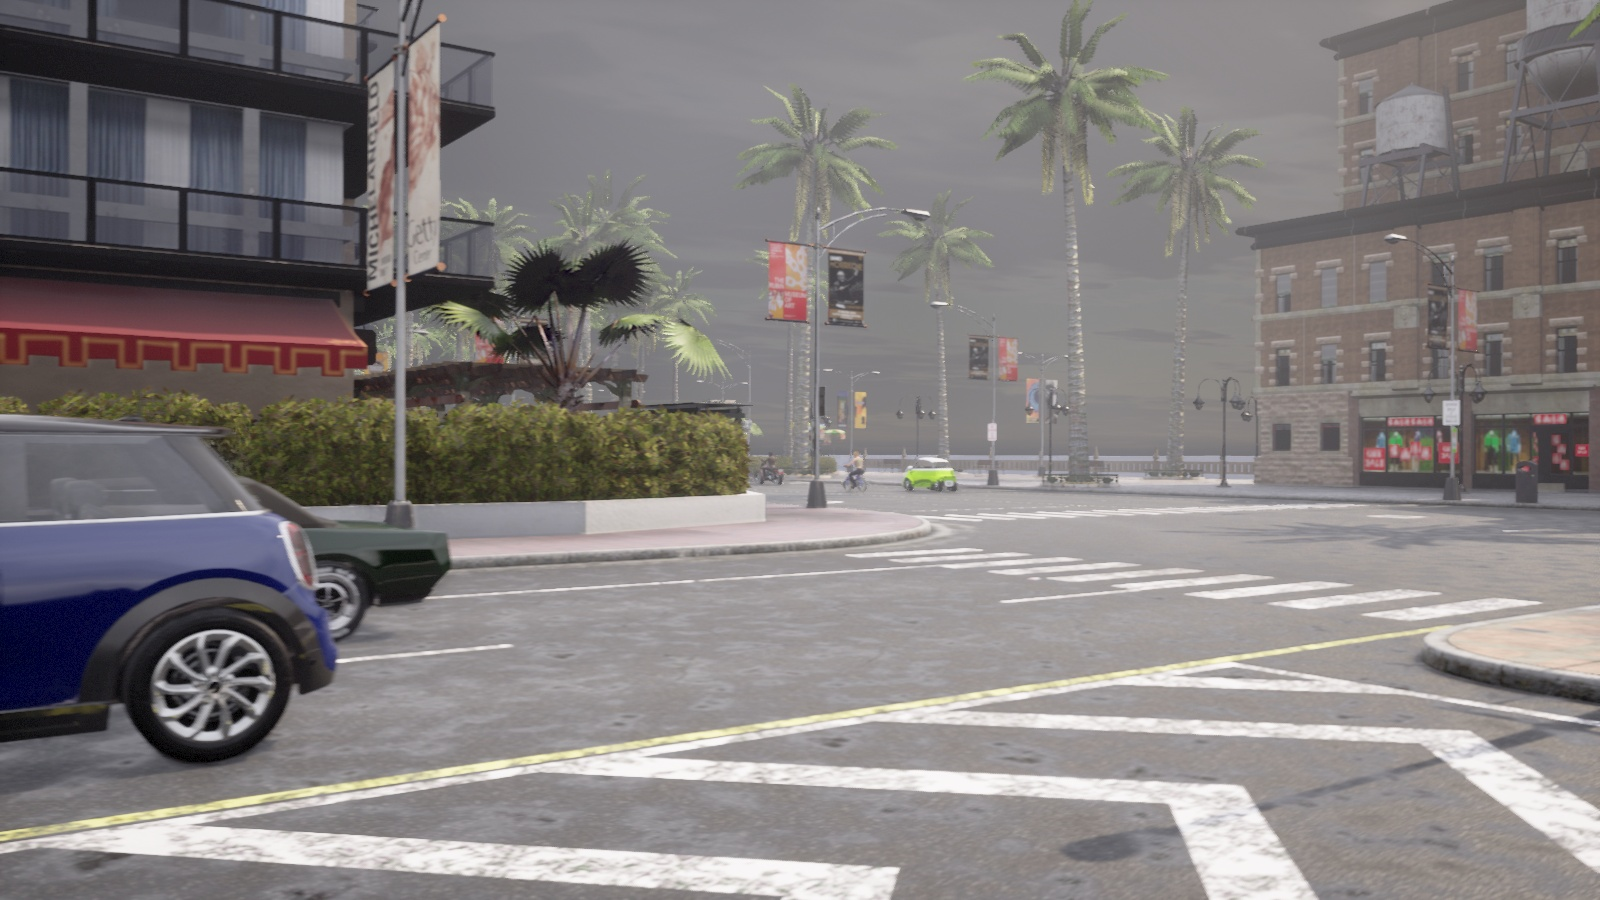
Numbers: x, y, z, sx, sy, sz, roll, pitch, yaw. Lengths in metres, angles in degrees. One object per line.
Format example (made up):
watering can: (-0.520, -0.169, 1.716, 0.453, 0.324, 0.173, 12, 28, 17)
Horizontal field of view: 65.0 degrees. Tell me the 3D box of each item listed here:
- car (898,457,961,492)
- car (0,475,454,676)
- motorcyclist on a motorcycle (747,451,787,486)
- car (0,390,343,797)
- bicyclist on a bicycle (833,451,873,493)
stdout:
car: (5.227, 0.965, 50.885, 1.481, 1.376, 2.207, 0, 0, -34)
car: (-5.310, 0.882, 9.709, 4.718, 1.301, 1.895, 0, 0, -35)
motorcyclist on a motorcycle: (-1.610, 0.900, 60.888, 0.766, 1.649, 2.350, 0, 0, -34)
car: (-4.753, 0.626, 5.835, 4.553, 1.767, 2.097, 0, 0, -35)
bicyclist on a bicycle: (2.069, 0.844, 49.294, 0.866, 1.612, 1.509, 0, 0, -34)
